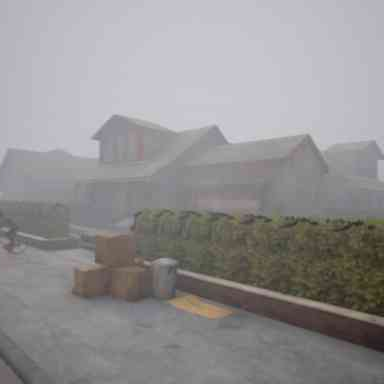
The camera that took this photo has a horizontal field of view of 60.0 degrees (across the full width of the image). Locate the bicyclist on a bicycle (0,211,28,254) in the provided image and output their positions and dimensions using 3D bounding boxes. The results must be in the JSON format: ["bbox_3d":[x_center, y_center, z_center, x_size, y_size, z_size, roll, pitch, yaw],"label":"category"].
[{"bbox_3d":[-6.873,1.523,12.194,1.656,1.620,0.582,3,-2,-45],"label":"bicyclist on a bicycle"}]

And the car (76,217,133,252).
[{"bbox_3d":[-1.860,1.704,13.651,5.357,1.415,2.033,3,-2,-42],"label":"car"}]
